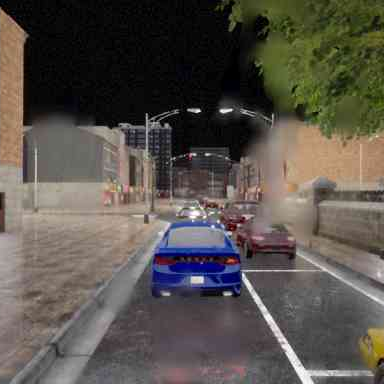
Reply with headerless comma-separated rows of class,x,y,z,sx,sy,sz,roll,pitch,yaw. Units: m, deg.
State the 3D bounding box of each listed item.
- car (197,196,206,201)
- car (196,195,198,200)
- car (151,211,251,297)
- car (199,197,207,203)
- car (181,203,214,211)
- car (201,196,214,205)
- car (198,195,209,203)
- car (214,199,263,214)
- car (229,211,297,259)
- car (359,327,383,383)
car,2.495,1.752,87.765,2.008,1.369,4.403,0,0,0
car,2.535,1.432,66.016,2.192,1.841,5.009,1,0,0
car,0.084,1.480,8.638,1.882,1.535,5.008,0,0,0
car,2.514,1.738,76.890,1.802,1.307,4.206,0,0,0
car,0.069,1.558,18.578,2.033,1.411,5.357,0,0,0
car,2.570,1.599,44.267,1.887,1.381,4.507,1,0,0
car,2.542,1.644,60.578,1.887,1.381,4.507,1,0,0
car,2.618,1.324,17.837,2.192,1.841,5.009,1,0,0
car,2.625,1.586,12.387,1.802,1.307,4.206,1,0,0
car,2.644,1.526,1.658,1.752,1.417,4.829,1,0,0
